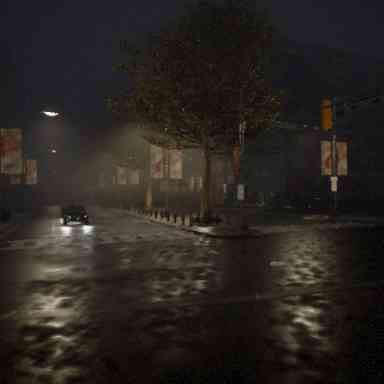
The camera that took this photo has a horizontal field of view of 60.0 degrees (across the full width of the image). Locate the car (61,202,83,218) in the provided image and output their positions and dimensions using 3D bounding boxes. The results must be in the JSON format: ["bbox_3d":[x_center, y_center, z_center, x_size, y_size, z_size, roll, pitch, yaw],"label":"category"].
[{"bbox_3d":[-13.392,1.893,36.857,2.128,1.511,4.902,-1,0,-22],"label":"car"}]

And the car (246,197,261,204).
[{"bbox_3d":[11.809,1.680,66.158,2.161,1.482,4.786,-1,0,-22],"label":"car"}]

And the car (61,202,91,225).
[{"bbox_3d":[-9.539,1.799,27.322,1.837,1.490,4.892,-1,0,-22],"label":"car"}]

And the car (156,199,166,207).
[{"bbox_3d":[-5.691,1.914,58.172,1.882,1.535,5.008,-1,0,-22],"label":"car"}]

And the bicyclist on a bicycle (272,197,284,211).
[{"bbox_3d":[10.234,1.423,39.683,1.656,1.620,0.582,-1,0,-22],"label":"bicyclist on a bicycle"}]

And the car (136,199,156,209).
[{"bbox_3d":[-7.697,1.938,53.557,1.837,1.490,4.892,-1,0,-22],"label":"car"}]

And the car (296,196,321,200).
[{"bbox_3d":[20.231,1.420,56.424,2.002,1.452,4.674,-1,0,-22],"label":"car"}]

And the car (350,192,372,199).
[{"bbox_3d":[39.510,1.020,77.926,2.435,2.045,5.566,-1,0,-22],"label":"car"}]
